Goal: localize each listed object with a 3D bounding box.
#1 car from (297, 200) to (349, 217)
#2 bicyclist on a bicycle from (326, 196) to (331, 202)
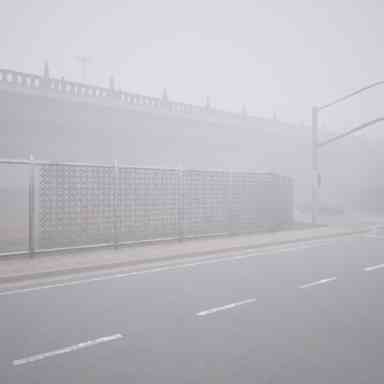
[{"bbox_3d":[12.418,1.547,31.854,2.128,1.511,4.902,0,0,-36],"label":"car"},{"bbox_3d":[17.735,1.356,43.290,1.656,1.620,0.582,0,0,-36],"label":"bicyclist on a bicycle"}]
